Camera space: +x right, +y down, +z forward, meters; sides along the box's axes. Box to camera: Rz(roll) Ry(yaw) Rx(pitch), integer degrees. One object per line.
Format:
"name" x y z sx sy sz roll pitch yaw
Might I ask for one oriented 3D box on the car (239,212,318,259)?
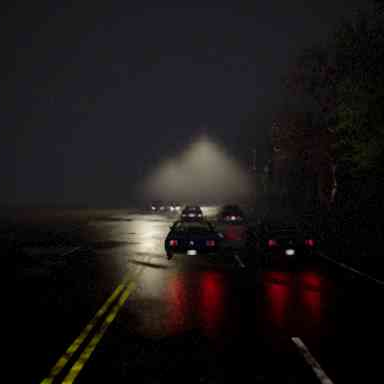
"car" 3.271 1.713 13.232 1.895 1.301 4.718 0 0 0

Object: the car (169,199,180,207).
"car" -3.277 2.120 64.538 2.128 1.511 4.902 0 0 1

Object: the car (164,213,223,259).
"car" 0.017 1.740 13.234 1.895 1.301 4.718 0 -1 0

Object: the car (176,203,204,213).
"car" 0.009 1.830 27.492 2.033 1.411 5.357 0 -1 0

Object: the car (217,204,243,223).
"car" 3.264 1.793 28.482 1.837 1.490 4.892 -1 0 0

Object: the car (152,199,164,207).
"car" -6.525 2.101 64.528 1.882 1.535 5.008 0 0 1
